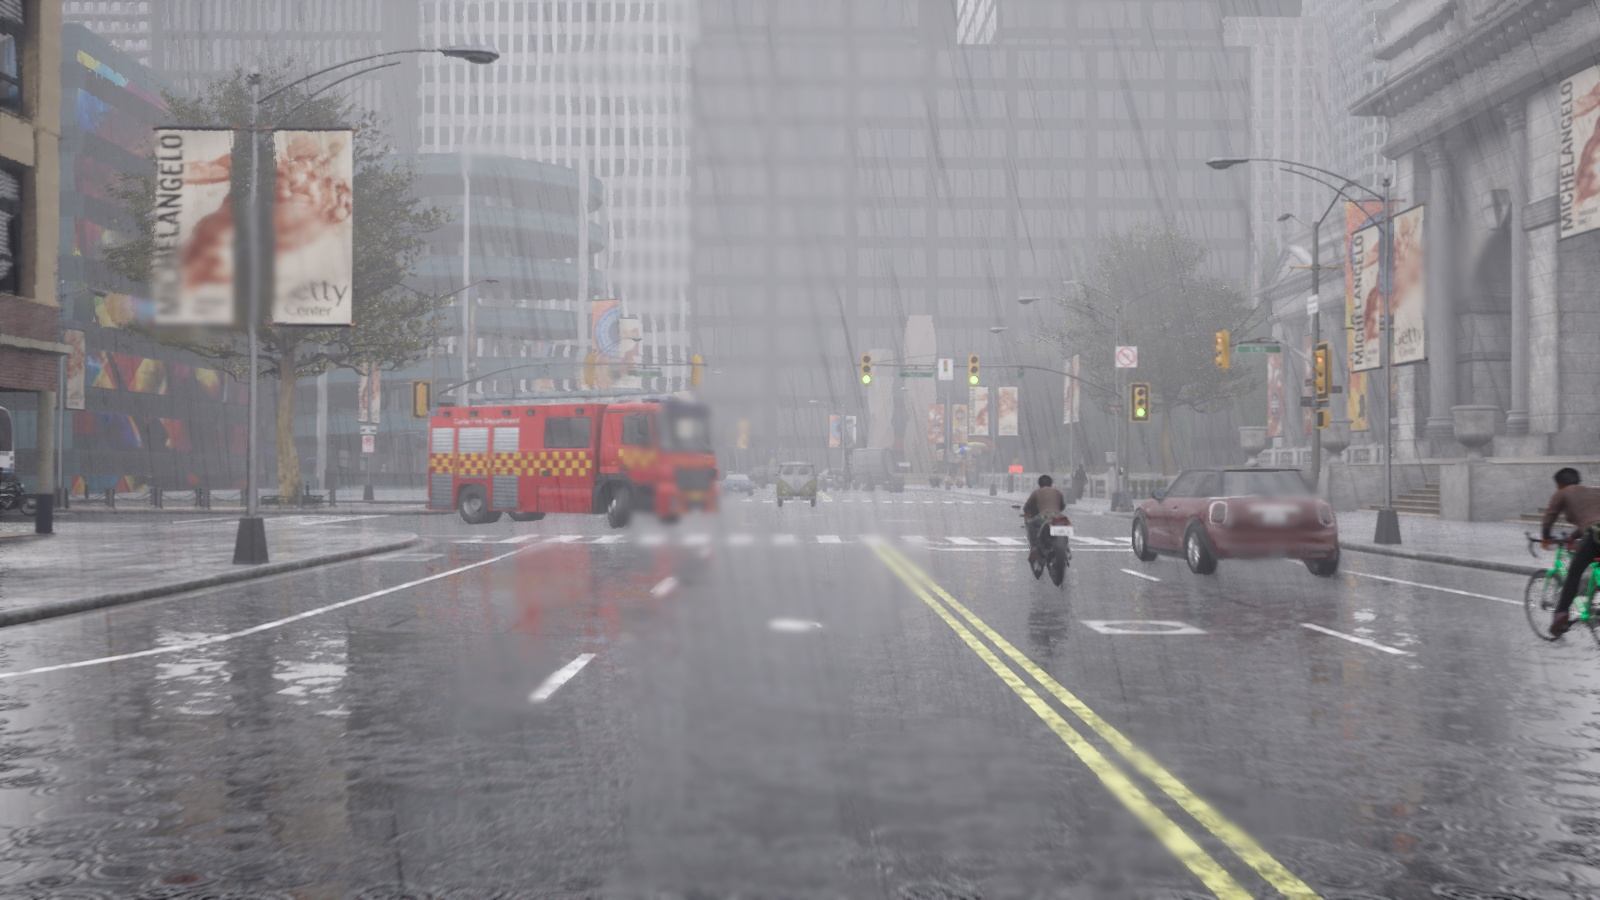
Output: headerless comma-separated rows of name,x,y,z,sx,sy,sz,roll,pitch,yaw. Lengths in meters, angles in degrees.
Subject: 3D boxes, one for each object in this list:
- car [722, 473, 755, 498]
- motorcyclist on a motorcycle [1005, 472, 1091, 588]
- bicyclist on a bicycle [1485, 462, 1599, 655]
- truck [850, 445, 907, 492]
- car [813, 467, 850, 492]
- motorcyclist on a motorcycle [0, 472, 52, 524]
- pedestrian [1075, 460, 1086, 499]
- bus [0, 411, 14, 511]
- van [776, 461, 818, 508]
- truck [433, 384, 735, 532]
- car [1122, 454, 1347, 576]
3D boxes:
car,-3.689,2.134,76.380,1.812,1.442,4.674,0,-1,0
motorcyclist on a motorcycle,3.457,1.079,17.704,0.797,1.523,2.044,0,-1,0
bicyclist on a bicycle,6.973,0.930,11.390,0.582,1.620,1.656,0,-1,0
truck,5.958,1.432,96.984,2.891,3.462,7.936,0,-1,-8
car,2.400,2.243,96.878,1.932,1.855,4.605,0,-1,-10
motorcyclist on a motorcycle,-25.787,1.553,40.896,2.350,1.649,0.766,0,-1,0
pedestrian,14.053,1.468,62.884,0.395,1.930,0.692,0,-1,0
bus,-39.126,0.469,52.281,10.273,4.253,3.944,0,-1,0
van,-0.135,1.501,55.757,1.775,1.987,4.442,0,-1,0
truck,-6.242,0.272,35.756,8.468,3.827,2.891,-1,-1,28
car,6.950,0.992,20.687,2.097,1.767,4.553,0,-1,0
